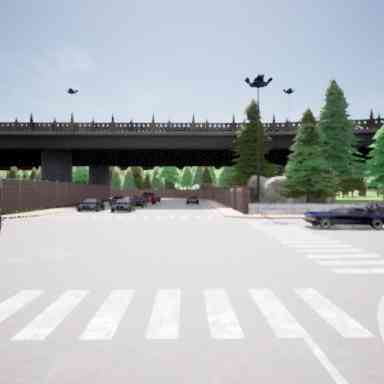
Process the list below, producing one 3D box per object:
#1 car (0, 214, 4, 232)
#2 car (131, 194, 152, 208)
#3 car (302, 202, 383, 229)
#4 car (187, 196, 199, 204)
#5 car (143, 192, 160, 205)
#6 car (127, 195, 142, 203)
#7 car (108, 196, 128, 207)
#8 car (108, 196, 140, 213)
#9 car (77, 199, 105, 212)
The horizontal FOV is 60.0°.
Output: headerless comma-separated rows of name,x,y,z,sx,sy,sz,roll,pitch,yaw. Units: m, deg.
car,-10.606,1.436,15.342,1.812,1.442,4.674,0,0,0
car,-7.000,1.329,43.768,2.033,1.411,5.357,0,0,0
car,9.040,1.447,19.496,4.718,1.301,1.895,0,0,1
car,0.098,1.281,56.538,1.994,1.385,4.181,0,0,0
car,-7.000,0.953,53.861,2.150,2.045,5.566,0,0,0
car,-10.529,1.219,61.353,1.812,1.442,4.674,0,0,0
car,-10.546,1.288,47.647,1.812,1.442,4.674,0,0,0
car,-7.057,1.391,34.540,1.994,1.385,4.181,0,0,0
car,-10.570,1.388,35.113,1.994,1.385,4.181,0,0,0
